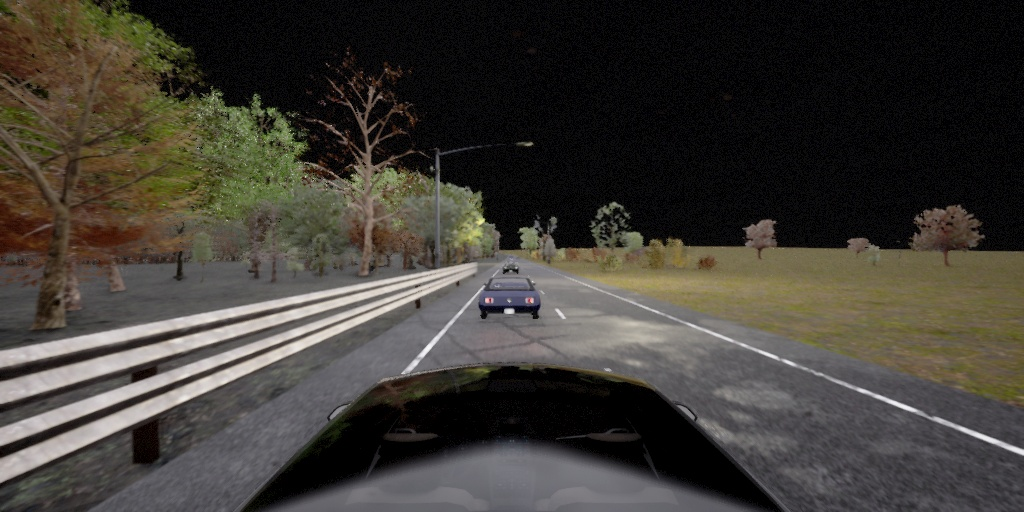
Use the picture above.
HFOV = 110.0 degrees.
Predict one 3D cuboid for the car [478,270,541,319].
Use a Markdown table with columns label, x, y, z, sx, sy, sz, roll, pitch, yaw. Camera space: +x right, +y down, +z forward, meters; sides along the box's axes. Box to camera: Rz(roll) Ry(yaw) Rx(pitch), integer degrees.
| label | x | y | z | sx | sy | sz | roll | pitch | yaw |
| --- | --- | --- | --- | --- | --- | --- | --- | --- | --- |
| car | -0.075 | 1.356 | 12.883 | 1.895 | 1.301 | 4.718 | 0 | 0 | 0 |

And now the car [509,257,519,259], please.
| label | x | y | z | sx | sy | sz | roll | pitch | yaw |
| --- | --- | --- | --- | --- | --- | --- | --- | --- | --- |
| car | -0.141 | 1.350 | 65.128 | 1.895 | 1.301 | 4.718 | 0 | 0 | 0 |

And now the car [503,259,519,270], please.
| label | x | y | z | sx | sy | sz | roll | pitch | yaw |
| --- | --- | --- | --- | --- | --- | --- | --- | --- | --- |
| car | -0.112 | 1.361 | 42.146 | 1.895 | 1.301 | 4.718 | 0 | 0 | 0 |
